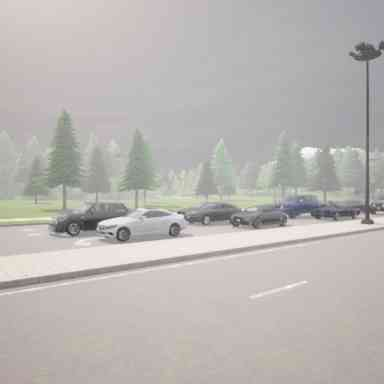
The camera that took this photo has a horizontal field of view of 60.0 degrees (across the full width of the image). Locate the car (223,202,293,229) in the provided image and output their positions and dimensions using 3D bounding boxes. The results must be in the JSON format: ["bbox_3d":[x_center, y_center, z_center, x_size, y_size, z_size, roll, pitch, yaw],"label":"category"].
[{"bbox_3d":[4.450,1.598,22.091,4.181,1.385,1.994,0,0,-39],"label":"car"}]

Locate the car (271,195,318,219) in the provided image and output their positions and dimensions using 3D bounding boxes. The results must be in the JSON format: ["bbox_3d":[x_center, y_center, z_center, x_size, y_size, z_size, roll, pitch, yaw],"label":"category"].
[{"bbox_3d":[9.505,1.273,30.469,5.566,2.045,2.150,0,0,-37],"label":"car"}]

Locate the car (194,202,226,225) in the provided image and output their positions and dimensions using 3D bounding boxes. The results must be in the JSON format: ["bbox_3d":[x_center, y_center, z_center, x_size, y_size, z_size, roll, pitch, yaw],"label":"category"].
[{"bbox_3d":[1.622,1.537,24.314,4.892,1.490,1.837,0,0,-38],"label":"car"}]

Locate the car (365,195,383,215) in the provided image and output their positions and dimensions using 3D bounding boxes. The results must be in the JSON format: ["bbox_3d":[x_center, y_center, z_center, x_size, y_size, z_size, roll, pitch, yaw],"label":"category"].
[{"bbox_3d":[20.597,1.295,34.584,5.566,2.045,2.150,0,0,-38],"label":"car"}]

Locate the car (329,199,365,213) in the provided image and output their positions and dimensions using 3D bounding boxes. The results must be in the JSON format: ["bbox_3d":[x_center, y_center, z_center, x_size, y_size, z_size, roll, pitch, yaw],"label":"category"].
[{"bbox_3d":[17.617,1.576,36.711,4.892,1.490,1.837,0,0,-37],"label":"car"}]

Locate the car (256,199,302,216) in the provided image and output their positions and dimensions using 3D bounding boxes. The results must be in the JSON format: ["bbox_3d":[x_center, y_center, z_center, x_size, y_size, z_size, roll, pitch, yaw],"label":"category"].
[{"bbox_3d":[9.071,1.547,34.563,4.902,1.511,2.128,0,0,-38],"label":"car"}]

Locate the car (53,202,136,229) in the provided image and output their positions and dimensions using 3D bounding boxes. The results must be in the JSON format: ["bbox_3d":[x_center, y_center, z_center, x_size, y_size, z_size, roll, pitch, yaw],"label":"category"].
[{"bbox_3d":[-6.490,1.495,22.416,5.008,1.535,1.882,0,0,-38],"label":"car"}]

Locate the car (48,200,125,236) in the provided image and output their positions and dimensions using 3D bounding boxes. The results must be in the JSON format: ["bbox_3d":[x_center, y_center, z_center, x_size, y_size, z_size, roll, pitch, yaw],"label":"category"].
[{"bbox_3d":[-5.569,1.366,18.695,4.553,1.767,2.097,0,0,-38],"label":"car"}]

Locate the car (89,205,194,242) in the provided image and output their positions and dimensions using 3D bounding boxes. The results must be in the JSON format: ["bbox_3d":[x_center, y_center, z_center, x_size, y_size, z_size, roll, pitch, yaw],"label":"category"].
[{"bbox_3d":[-2.415,1.542,16.717,4.674,1.442,1.812,0,0,-38],"label":"car"}]

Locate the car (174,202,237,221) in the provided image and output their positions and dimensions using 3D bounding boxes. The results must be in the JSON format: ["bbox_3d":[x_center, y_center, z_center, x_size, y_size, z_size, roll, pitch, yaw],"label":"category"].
[{"bbox_3d":[1.247,1.584,28.463,5.357,1.411,2.033,0,0,-38],"label":"car"}]

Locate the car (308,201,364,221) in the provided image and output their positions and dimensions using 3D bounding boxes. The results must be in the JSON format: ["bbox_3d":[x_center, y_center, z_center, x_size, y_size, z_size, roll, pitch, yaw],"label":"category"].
[{"bbox_3d":[12.280,1.654,28.185,4.718,1.301,1.895,0,0,-38],"label":"car"}]
